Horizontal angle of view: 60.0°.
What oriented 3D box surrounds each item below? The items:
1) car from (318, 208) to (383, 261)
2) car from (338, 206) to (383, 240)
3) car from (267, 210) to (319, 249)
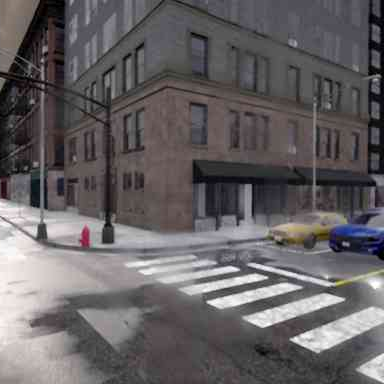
[{"bbox_3d":[7.107,1.452,12.388,5.008,1.535,1.882,0,0,-35],"label":"car"},{"bbox_3d":[9.835,1.520,17.424,4.403,1.369,2.008,0,0,-35],"label":"car"},{"bbox_3d":[5.276,1.480,14.201,4.829,1.417,1.752,0,0,-35],"label":"car"}]
